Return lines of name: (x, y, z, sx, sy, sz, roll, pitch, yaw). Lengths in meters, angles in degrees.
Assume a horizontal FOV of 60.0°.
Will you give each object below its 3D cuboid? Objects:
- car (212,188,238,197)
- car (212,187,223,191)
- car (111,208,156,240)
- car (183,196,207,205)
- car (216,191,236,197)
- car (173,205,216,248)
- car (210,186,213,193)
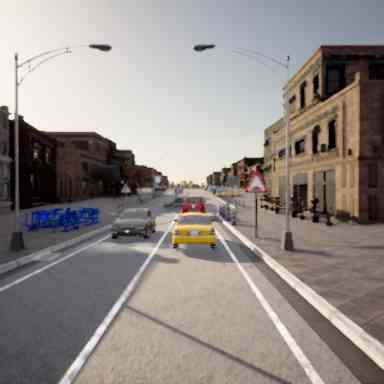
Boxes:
car: (7.994, 0.530, 77.343, 5.366, 1.575, 1.946, 0, 2, -1)
car: (8.082, 0.193, 82.849, 4.553, 1.767, 2.185, 0, 2, -1)
car: (-3.050, 1.655, 18.171, 1.837, 1.490, 4.892, 0, -1, 0)
car: (0.251, 1.370, 32.503, 2.150, 2.045, 5.566, 0, 0, 2)
car: (8.150, 0.464, 80.103, 4.674, 1.452, 2.002, 0, 2, -1)
car: (0.094, 1.585, 15.311, 1.801, 1.575, 5.366, 0, -1, 0)
car: (8.110, -0.034, 85.599, 5.566, 2.045, 2.435, 0, 2, -1)
